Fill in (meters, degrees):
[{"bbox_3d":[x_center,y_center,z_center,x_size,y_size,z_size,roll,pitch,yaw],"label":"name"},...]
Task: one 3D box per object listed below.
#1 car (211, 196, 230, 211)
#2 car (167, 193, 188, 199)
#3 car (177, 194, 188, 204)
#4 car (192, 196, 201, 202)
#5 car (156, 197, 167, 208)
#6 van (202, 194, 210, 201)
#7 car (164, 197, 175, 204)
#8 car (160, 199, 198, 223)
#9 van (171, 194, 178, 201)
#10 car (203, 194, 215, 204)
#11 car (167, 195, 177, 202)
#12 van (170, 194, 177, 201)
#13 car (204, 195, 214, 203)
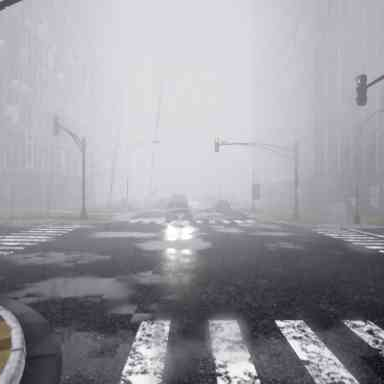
[{"bbox_3d":[3.783,1.585,41.821,1.947,1.339,4.313,0,0,0],"label":"car"},{"bbox_3d":[-1.690,1.242,43.578,2.150,2.045,5.566,0,0,0],"label":"car"},{"bbox_3d":[-1.785,1.359,63.629,2.097,1.767,4.553,0,0,0],"label":"car"},{"bbox_3d":[0.932,1.523,73.100,1.812,1.442,4.674,0,0,0],"label":"car"},{"bbox_3d":[-4.189,1.599,47.286,1.802,1.307,4.206,0,0,0],"label":"car"},{"bbox_3d":[3.436,1.332,80.512,1.690,1.788,3.998,0,0,0],"label":"van"},{"bbox_3d":[-4.316,1.573,63.869,1.947,1.339,4.313,0,0,0],"label":"car"},{"bbox_3d":[-1.114,1.516,25.533,2.128,1.511,4.902,0,0,-8],"label":"car"},{"bbox_3d":[-4.486,1.327,85.979,1.690,1.788,3.998,0,0,0],"label":"van"},{"bbox_3d":[3.564,1.322,63.929,2.192,1.841,5.009,0,0,0],"label":"car"},{"bbox_3d":[-4.401,1.437,74.924,1.967,1.590,4.097,0,0,0],"label":"car"},{"bbox_3d":[-4.444,1.332,80.451,1.690,1.788,3.998,0,0,0],"label":"van"},{"bbox_3d":[3.521,1.442,69.457,1.967,1.590,4.097,0,0,0],"label":"car"}]
